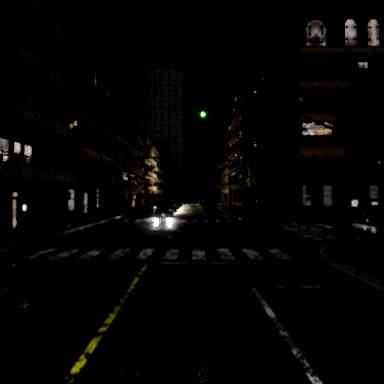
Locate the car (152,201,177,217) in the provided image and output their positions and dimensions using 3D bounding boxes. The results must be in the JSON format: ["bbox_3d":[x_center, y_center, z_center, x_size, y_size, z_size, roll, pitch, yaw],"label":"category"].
[{"bbox_3d":[-3.071,2.059,37.787,1.895,1.301,4.718,0,-1,0],"label":"car"}]

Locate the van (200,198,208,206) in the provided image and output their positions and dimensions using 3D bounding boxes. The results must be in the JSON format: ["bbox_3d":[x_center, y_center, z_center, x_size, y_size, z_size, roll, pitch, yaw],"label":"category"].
[{"bbox_3d":[2.742,2.297,76.876,1.690,1.788,3.998,-1,-1,0],"label":"van"}]

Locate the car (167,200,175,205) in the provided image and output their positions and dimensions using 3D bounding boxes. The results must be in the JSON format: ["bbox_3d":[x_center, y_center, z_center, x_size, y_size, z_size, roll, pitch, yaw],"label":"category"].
[{"bbox_3d":[-5.627,2.683,87.941,1.802,1.307,4.206,-1,-1,0],"label":"car"}]

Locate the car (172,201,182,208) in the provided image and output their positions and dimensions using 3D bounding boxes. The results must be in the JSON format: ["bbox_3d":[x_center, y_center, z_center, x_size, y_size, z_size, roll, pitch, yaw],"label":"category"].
[{"bbox_3d":[-2.953,2.431,67.086,1.895,1.301,4.718,0,-1,0],"label":"car"}]

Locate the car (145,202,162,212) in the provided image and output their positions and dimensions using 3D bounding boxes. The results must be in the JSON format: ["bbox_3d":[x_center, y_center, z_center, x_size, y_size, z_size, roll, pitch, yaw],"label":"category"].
[{"bbox_3d":[-5.659,2.169,49.248,1.947,1.339,4.313,0,-1,0],"label":"car"}]

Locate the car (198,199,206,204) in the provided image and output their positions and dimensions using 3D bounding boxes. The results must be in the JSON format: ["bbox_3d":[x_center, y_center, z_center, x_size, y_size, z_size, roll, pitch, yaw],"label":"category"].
[{"bbox_3d":[2.758,2.719,93.457,1.887,1.381,4.507,-1,-1,0],"label":"car"}]

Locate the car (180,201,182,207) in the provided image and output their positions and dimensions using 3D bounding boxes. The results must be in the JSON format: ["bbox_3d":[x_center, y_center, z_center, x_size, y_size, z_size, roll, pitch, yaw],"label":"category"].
[{"bbox_3d":[-3.035,2.295,56.459,1.895,1.301,4.718,0,-1,0],"label":"car"}]

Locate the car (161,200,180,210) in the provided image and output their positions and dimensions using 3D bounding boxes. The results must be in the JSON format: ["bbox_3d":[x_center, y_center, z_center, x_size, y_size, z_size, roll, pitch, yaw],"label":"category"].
[{"bbox_3d":[-3.060,2.082,47.184,1.837,1.490,4.892,0,-1,0],"label":"car"}]

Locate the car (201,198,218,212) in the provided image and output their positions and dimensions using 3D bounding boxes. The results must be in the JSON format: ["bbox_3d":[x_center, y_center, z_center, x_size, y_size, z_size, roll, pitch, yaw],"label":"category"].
[{"bbox_3d":[2.720,2.043,49.238,1.967,1.590,4.097,-1,-1,0],"label":"car"}]

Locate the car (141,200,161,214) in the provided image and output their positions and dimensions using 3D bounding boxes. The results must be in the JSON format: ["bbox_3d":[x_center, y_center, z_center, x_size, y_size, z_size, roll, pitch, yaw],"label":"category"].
[{"bbox_3d":[-5.663,2.084,43.722,2.008,1.369,4.403,0,-1,0],"label":"car"}]

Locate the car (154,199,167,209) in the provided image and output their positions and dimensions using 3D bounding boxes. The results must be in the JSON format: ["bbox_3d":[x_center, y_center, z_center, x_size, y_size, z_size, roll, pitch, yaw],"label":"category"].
[{"bbox_3d":[-5.651,2.183,60.305,1.967,1.590,4.097,-1,-1,0],"label":"car"}]

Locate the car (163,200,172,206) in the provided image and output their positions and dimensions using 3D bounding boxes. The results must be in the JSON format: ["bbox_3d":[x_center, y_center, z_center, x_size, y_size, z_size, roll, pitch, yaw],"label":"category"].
[{"bbox_3d":[-5.636,2.479,76.717,1.752,1.417,4.829,-1,-1,0],"label":"car"}]

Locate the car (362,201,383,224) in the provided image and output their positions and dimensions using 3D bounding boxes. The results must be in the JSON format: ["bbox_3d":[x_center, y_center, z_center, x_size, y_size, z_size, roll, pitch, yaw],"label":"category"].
[{"bbox_3d":[14.888,1.554,23.205,5.357,1.411,2.033,-1,0,1],"label":"car"}]

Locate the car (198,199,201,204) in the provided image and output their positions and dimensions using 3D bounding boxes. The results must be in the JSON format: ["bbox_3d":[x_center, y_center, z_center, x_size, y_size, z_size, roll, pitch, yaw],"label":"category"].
[{"bbox_3d":[2.735,2.364,65.819,2.008,1.369,4.403,-1,-1,0],"label":"car"}]

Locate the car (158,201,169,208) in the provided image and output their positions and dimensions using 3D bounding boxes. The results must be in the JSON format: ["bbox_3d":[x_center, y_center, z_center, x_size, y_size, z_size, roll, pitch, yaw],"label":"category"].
[{"bbox_3d":[-5.645,2.396,65.831,1.802,1.307,4.206,-1,-1,0],"label":"car"}]

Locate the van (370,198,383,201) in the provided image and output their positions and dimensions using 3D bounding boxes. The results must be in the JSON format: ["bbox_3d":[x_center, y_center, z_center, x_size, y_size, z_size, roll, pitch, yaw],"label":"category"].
[{"bbox_3d":[15.661,1.345,25.806,3.998,1.788,1.690,-1,1,-1],"label":"van"}]
